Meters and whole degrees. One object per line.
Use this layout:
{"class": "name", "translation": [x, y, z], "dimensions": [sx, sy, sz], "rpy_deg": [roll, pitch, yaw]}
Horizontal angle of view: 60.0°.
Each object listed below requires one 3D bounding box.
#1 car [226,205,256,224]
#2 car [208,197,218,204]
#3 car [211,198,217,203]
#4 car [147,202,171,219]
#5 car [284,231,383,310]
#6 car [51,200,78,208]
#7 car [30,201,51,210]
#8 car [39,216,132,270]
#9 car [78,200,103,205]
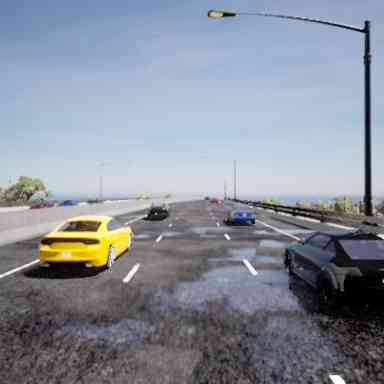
{"class": "car", "translation": [3.840, 1.735, 26.522], "dimensions": [2.033, 1.411, 5.357], "rpy_deg": [0, 0, 1]}
{"class": "car", "translation": [5.631, 2.271, 83.510], "dimensions": [1.994, 1.385, 4.181], "rpy_deg": [0, -1, 3]}
{"class": "car", "translation": [6.209, 2.355, 94.417], "dimensions": [1.812, 1.442, 4.674], "rpy_deg": [0, -1, 3]}
{"class": "car", "translation": [-3.064, 1.718, 31.628], "dimensions": [2.128, 1.511, 4.902], "rpy_deg": [0, 0, 1]}
{"class": "car", "translation": [3.635, 1.619, 8.010], "dimensions": [1.994, 1.385, 4.181], "rpy_deg": [0, 0, 0]}
{"class": "car", "translation": [-16.918, 1.865, 45.443], "dimensions": [1.812, 1.442, 4.674], "rpy_deg": [0, -1, 2]}
{"class": "car", "translation": [-20.409, 1.906, 45.718], "dimensions": [1.994, 1.385, 4.181], "rpy_deg": [0, -1, 2]}
{"class": "car", "translation": [-3.342, 1.553, 11.361], "dimensions": [1.882, 1.535, 5.008], "rpy_deg": [0, 0, 0]}
{"class": "car", "translation": [-13.414, 1.849, 45.600], "dimensions": [1.837, 1.490, 4.892], "rpy_deg": [0, -1, 2]}
